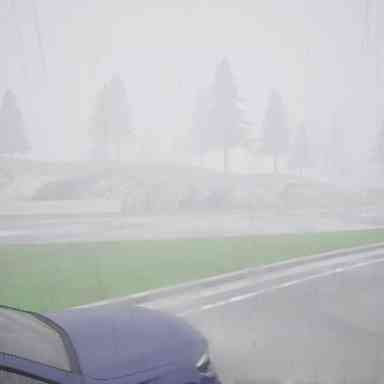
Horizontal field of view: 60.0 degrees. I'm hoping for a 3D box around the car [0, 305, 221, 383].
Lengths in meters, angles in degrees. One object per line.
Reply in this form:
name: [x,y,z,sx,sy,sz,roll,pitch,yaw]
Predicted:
car: [-1.909,1.533,2.289,4.674,1.442,1.812,-2,1,-37]
